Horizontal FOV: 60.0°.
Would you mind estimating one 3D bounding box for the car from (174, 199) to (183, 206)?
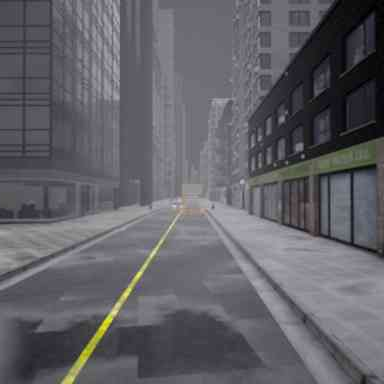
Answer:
[{"bbox_3d":[-2.966,2.162,71.762,1.812,1.442,4.674,0,0,0],"label":"car"}]

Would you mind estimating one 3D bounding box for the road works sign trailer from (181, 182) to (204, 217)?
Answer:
[{"bbox_3d":[0.016,0.786,34.798,2.380,3.560,2.880,0,-1,0],"label":"road works sign trailer"}]
